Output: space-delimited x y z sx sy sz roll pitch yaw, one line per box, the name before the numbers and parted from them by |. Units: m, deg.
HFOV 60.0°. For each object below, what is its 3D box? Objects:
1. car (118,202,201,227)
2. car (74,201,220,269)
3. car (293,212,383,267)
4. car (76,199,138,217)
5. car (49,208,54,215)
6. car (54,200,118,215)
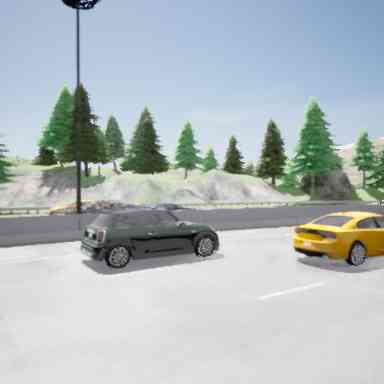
car | -2.197 1.468 22.978 5.357 1.411 2.033 0 0 -29
car | -1.267 1.314 11.188 4.553 1.767 2.097 0 0 -32
car | 5.687 1.410 11.196 5.008 1.535 1.882 0 0 -27
car | -8.076 1.459 31.693 5.357 1.411 2.033 0 0 -29
car | -8.926 1.411 27.143 5.008 1.535 1.882 0 0 -31
car | -7.063 1.430 24.181 4.902 1.511 2.128 0 0 -31
